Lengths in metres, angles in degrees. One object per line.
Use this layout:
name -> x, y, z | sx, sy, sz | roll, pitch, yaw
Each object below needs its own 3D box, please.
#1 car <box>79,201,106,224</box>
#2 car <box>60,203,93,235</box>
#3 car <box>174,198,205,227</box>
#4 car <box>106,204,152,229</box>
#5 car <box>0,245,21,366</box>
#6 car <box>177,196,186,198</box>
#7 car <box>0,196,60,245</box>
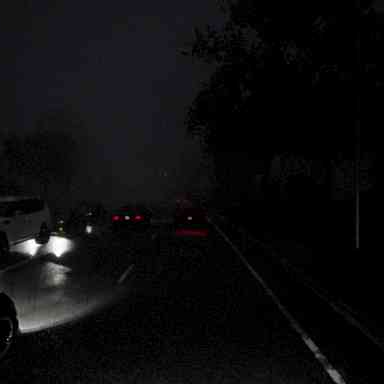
car -> -7.384, 1.411, 23.660 | 2.128, 1.511, 4.902 | 0, 0, -1
car -> -7.178, 1.503, 18.283 | 1.994, 1.385, 4.181 | 0, 0, -1
car -> -0.198, 1.401, 22.222 | 1.882, 1.535, 5.008 | 0, 0, -2
car -> -3.663, 1.476, 21.024 | 2.033, 1.411, 5.357 | 0, 0, -1
car -> -3.417, 1.554, 3.012 | 1.994, 1.385, 4.181 | 0, 0, 0
car -> -1.552, 1.363, 47.920 | 1.812, 1.442, 4.674 | 0, 0, -4
car -> -7.151, 1.180, 12.353 | 2.150, 2.045, 5.566 | 0, 0, -1
